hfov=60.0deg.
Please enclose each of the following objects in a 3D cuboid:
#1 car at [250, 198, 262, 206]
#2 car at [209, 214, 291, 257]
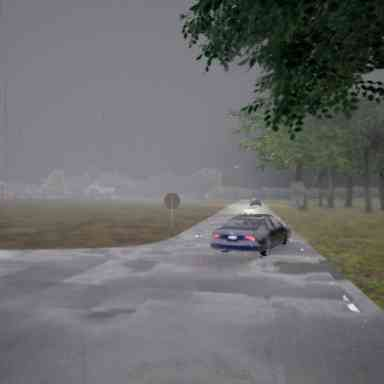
[{"bbox_3d":[11.142,1.756,58.280,1.812,1.442,4.674,-1,-1,10],"label":"car"},{"bbox_3d":[2.531,1.587,13.369,2.033,1.411,5.357,-1,-1,28],"label":"car"}]
